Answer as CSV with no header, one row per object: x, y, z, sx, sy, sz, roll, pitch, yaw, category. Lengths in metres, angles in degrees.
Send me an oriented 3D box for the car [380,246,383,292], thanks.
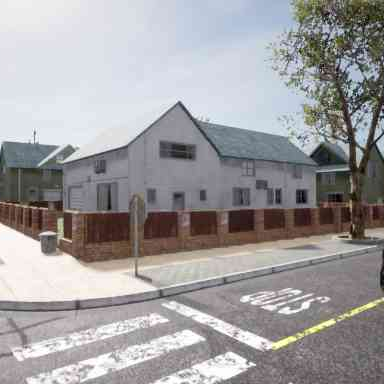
6.097,1.329,7.060,5.566,2.045,2.150,1,-2,-38,car
